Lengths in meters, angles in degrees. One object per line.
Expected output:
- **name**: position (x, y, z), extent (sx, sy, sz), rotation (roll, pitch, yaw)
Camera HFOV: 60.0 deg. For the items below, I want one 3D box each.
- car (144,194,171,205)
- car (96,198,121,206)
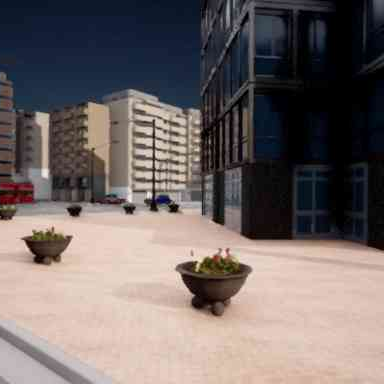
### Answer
- **car**: position (-6.354, 1.448, 61.507), extent (2.150, 2.045, 5.566), rotation (1, -1, 39)
- **car**: position (-14.308, 1.642, 57.159), extent (1.994, 1.385, 4.181), rotation (1, -1, 39)
